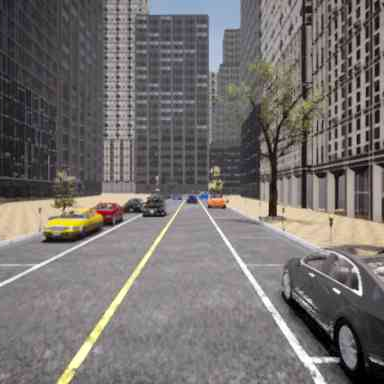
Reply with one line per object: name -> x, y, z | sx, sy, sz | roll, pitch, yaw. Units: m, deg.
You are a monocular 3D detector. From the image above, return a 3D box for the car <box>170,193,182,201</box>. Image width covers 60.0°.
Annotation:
car -> -3.004, 0.977, 68.210 | 1.882, 1.535, 5.008 | 0, 0, 0

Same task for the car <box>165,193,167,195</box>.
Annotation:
car -> -5.684, 1.154, 56.057 | 1.802, 1.307, 4.206 | 1, 0, 0

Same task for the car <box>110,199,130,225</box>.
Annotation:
car -> -5.683, 1.377, 22.202 | 1.887, 1.381, 4.507 | 1, 0, 0

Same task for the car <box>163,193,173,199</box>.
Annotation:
car -> -5.685, 0.962, 78.627 | 1.947, 1.339, 4.313 | 1, 0, 0

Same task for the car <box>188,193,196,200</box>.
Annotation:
car -> -0.002, 0.995, 74.123 | 1.895, 1.301, 4.718 | 0, 0, 0

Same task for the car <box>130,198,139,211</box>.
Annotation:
car -> -5.683, 1.312, 33.486 | 1.947, 1.339, 4.313 | 1, 0, 0

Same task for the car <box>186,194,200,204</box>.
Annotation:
car -> -0.002, 1.114, 54.029 | 1.812, 1.442, 4.674 | 0, 0, 0

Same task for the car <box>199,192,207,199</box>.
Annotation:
car -> 2.697, 0.792, 84.260 | 1.967, 1.590, 4.097 | 1, 0, 0

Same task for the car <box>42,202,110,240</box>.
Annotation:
car -> -5.683, 1.401, 16.389 | 1.752, 1.417, 4.829 | 1, 0, 0

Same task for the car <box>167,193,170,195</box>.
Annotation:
car -> -5.685, 1.094, 61.700 | 1.947, 1.339, 4.313 | 1, 0, 0

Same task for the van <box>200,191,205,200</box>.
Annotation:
van -> 2.699, 0.782, 72.977 | 1.690, 1.788, 3.998 | 1, 0, 0

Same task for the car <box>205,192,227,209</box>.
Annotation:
car -> 2.999, 1.042, 40.716 | 2.097, 1.767, 4.553 | 0, 0, 0

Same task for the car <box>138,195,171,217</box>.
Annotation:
car -> -3.098, 1.291, 28.415 | 1.837, 1.490, 4.892 | 0, 0, 0

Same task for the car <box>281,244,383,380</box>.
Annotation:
car -> 2.698, 1.511, 5.285 | 2.008, 1.369, 4.403 | 1, 0, 0
